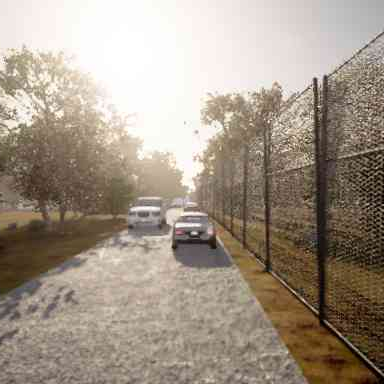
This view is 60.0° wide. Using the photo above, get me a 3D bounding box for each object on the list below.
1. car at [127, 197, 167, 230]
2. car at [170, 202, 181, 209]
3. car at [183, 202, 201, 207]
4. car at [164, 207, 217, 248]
[{"bbox_3d":[-2.911,1.350,22.642,2.150,2.045,5.566,0,-1,0],"label":"car"},{"bbox_3d":[-3.083,2.586,63.683,1.994,1.385,4.181,0,-2,0],"label":"car"},{"bbox_3d":[-0.006,1.860,36.366,1.812,1.442,4.674,0,-1,0],"label":"car"},{"bbox_3d":[0.079,1.604,14.939,2.033,1.411,5.357,0,0,0],"label":"car"}]
